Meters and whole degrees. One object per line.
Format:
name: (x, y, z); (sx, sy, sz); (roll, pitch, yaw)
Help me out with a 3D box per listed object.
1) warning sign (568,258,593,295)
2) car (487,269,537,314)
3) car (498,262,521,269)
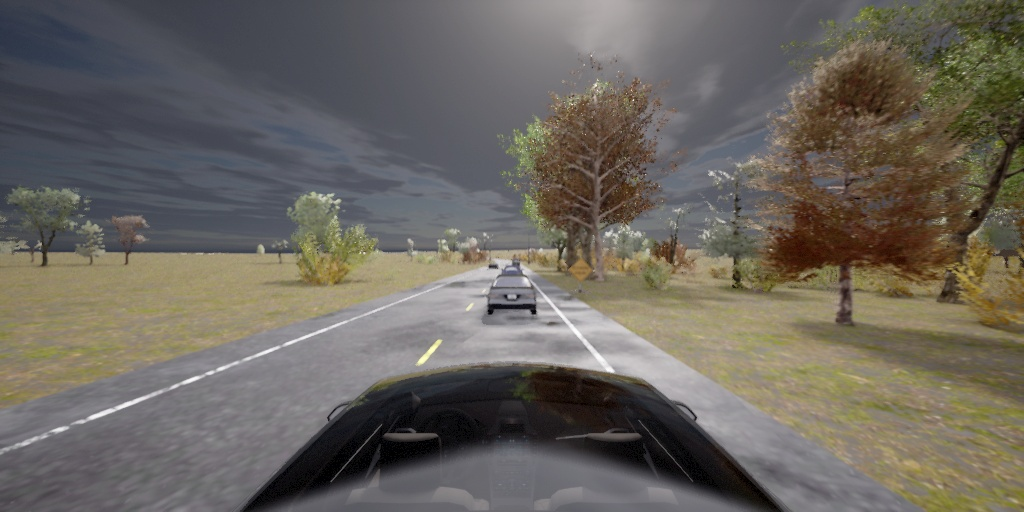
warning sign: (3.551, 1.012, 18.726); (1.300, 1.860, 1.060); (0, 0, 0)
car: (0.013, 1.408, 14.349); (2.033, 1.411, 5.357); (0, 0, 0)
car: (0.030, 1.523, 30.758); (1.812, 1.442, 4.674); (0, 0, 1)
